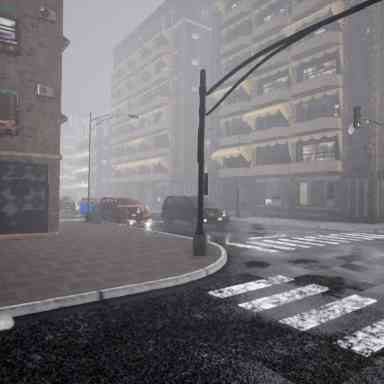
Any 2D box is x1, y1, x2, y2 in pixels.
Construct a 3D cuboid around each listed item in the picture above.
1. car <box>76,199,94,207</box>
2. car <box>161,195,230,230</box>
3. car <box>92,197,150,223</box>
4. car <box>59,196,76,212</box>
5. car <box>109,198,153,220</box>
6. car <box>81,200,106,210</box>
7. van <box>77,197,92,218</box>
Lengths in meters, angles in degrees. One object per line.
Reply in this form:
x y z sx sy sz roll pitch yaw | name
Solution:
-18.504 1.867 57.290 1.802 1.307 4.206 1 -1 -35 | car
0.046 1.249 21.846 2.150 2.045 5.566 1 -1 -36 | car
-5.545 1.310 25.458 2.192 1.841 5.009 1 -1 -35 | car
-15.234 1.368 39.094 2.192 1.841 5.009 1 -1 -35 | car
-5.524 1.410 29.693 2.097 1.767 4.553 1 -1 -35 | car
-13.770 1.787 46.377 1.895 1.301 4.718 1 -1 -35 | car
-8.775 1.354 30.003 1.690 1.788 3.998 1 -1 -35 | van
